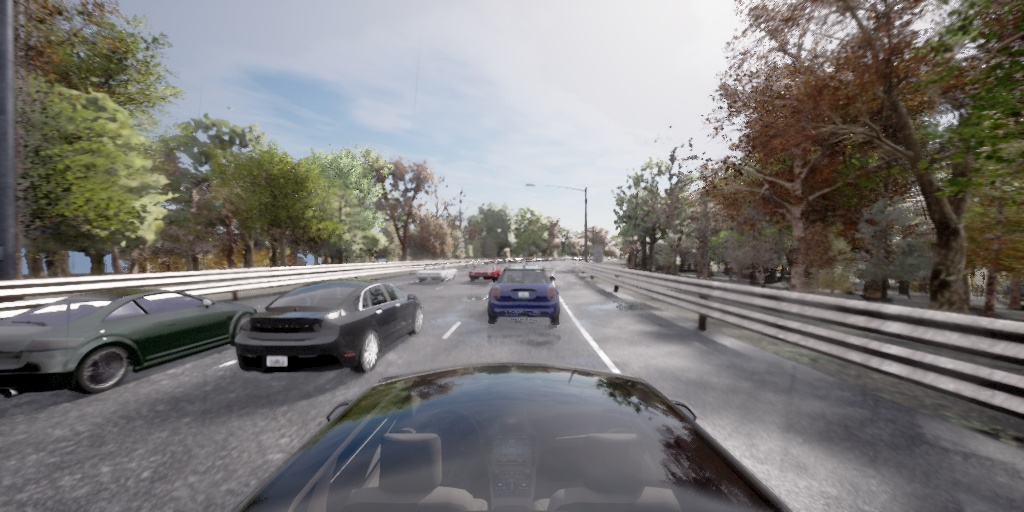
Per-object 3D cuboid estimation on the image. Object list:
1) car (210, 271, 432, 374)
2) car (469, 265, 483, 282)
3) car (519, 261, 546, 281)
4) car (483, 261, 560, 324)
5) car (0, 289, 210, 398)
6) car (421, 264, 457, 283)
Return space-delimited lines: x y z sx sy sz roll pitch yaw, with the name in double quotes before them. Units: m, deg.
"car" -3.262 1.240 7.493 1.837 1.490 4.892 0 0 1
"car" -1.983 1.305 27.887 1.895 1.301 4.718 0 0 5
"car" 1.882 1.207 31.188 2.128 1.511 4.902 0 0 6
"car" 0.418 1.091 12.097 2.097 1.767 4.553 0 0 2
"car" -6.777 1.292 6.607 1.994 1.385 4.181 0 0 1
"car" -5.567 1.291 27.167 1.895 1.301 4.718 0 0 5
